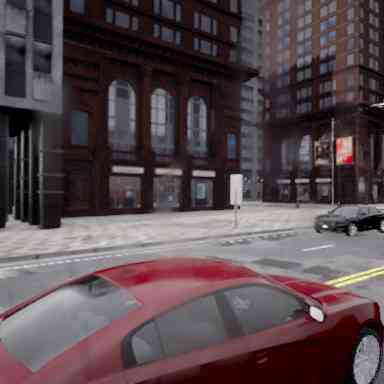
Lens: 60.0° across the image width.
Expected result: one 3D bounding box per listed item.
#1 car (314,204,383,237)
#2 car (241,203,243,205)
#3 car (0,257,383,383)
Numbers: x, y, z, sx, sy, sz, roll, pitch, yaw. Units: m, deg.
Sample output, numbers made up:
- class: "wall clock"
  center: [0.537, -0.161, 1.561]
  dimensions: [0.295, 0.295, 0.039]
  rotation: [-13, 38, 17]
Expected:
- class: "car"
  center: [8.559, 1.415, 17.757]
  dimensions: [5.008, 1.535, 1.882]
  rotation: [0, 0, -35]
- class: "car"
  center: [6.262, 1.645, 56.802]
  dimensions: [2.033, 1.411, 5.357]
  rotation: [1, -1, -35]
- class: "car"
  center: [0.100, 1.467, 3.511]
  dimensions: [5.008, 1.535, 1.882]
  rotation: [0, 0, -35]
